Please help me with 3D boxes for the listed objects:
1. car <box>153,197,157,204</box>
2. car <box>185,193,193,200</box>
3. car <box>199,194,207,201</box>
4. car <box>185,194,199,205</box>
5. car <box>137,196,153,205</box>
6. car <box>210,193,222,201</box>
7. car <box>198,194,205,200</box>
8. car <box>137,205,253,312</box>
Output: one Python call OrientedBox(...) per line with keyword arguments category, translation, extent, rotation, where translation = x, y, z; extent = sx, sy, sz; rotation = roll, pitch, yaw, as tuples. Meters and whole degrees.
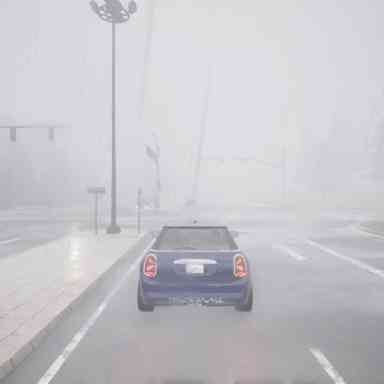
OrientedBox(category="car", translation=(-8.383, 1.505, 66.261), extent=(1.837, 1.490, 4.892), rotation=(0, 0, 0))
OrientedBox(category="car", translation=(-0.831, 1.189, 95.570), extent=(2.150, 2.045, 5.566), rotation=(0, 0, -1))
OrientedBox(category="car", translation=(2.836, 1.513, 85.274), extent=(1.812, 1.442, 4.674), rotation=(0, 0, -1))
OrientedBox(category="car", translation=(-0.171, 1.526, 54.711), extent=(1.812, 1.442, 4.674), rotation=(0, 0, -1))
OrientedBox(category="car", translation=(-8.293, 1.505, 57.052), extent=(1.837, 1.490, 4.892), rotation=(0, 0, -1))
OrientedBox(category="car", translation=(6.341, 1.215, 85.003), extent=(2.150, 2.045, 5.566), rotation=(0, 0, -1))
OrientedBox(category="car", translation=(2.669, 1.442, 95.597), extent=(1.882, 1.535, 5.008), rotation=(0, 0, -1))
OrientedBox(category="car", translation=(0.069, 1.352, 7.891), extent=(2.097, 1.767, 4.553), rotation=(0, 0, 0))
